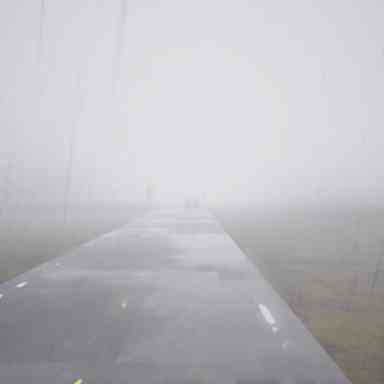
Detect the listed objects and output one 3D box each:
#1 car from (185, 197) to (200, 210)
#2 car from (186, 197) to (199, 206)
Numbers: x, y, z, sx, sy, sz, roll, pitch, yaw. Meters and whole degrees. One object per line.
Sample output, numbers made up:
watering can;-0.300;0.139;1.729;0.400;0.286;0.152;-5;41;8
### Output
car;0.015;1.452;42.476;2.128;1.511;4.902;0;0;0
car;0.023;1.507;53.191;1.994;1.385;4.181;0;0;0
